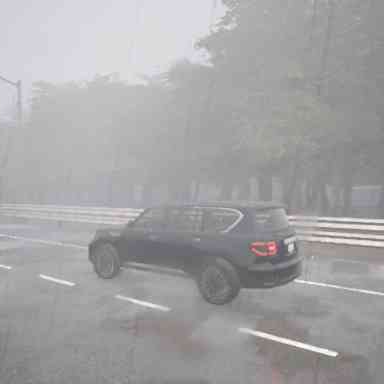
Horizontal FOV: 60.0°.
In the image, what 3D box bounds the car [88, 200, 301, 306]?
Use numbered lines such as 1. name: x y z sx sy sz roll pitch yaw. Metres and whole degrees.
1. car: -0.181 1.224 8.296 5.566 2.045 2.150 0 0 36
